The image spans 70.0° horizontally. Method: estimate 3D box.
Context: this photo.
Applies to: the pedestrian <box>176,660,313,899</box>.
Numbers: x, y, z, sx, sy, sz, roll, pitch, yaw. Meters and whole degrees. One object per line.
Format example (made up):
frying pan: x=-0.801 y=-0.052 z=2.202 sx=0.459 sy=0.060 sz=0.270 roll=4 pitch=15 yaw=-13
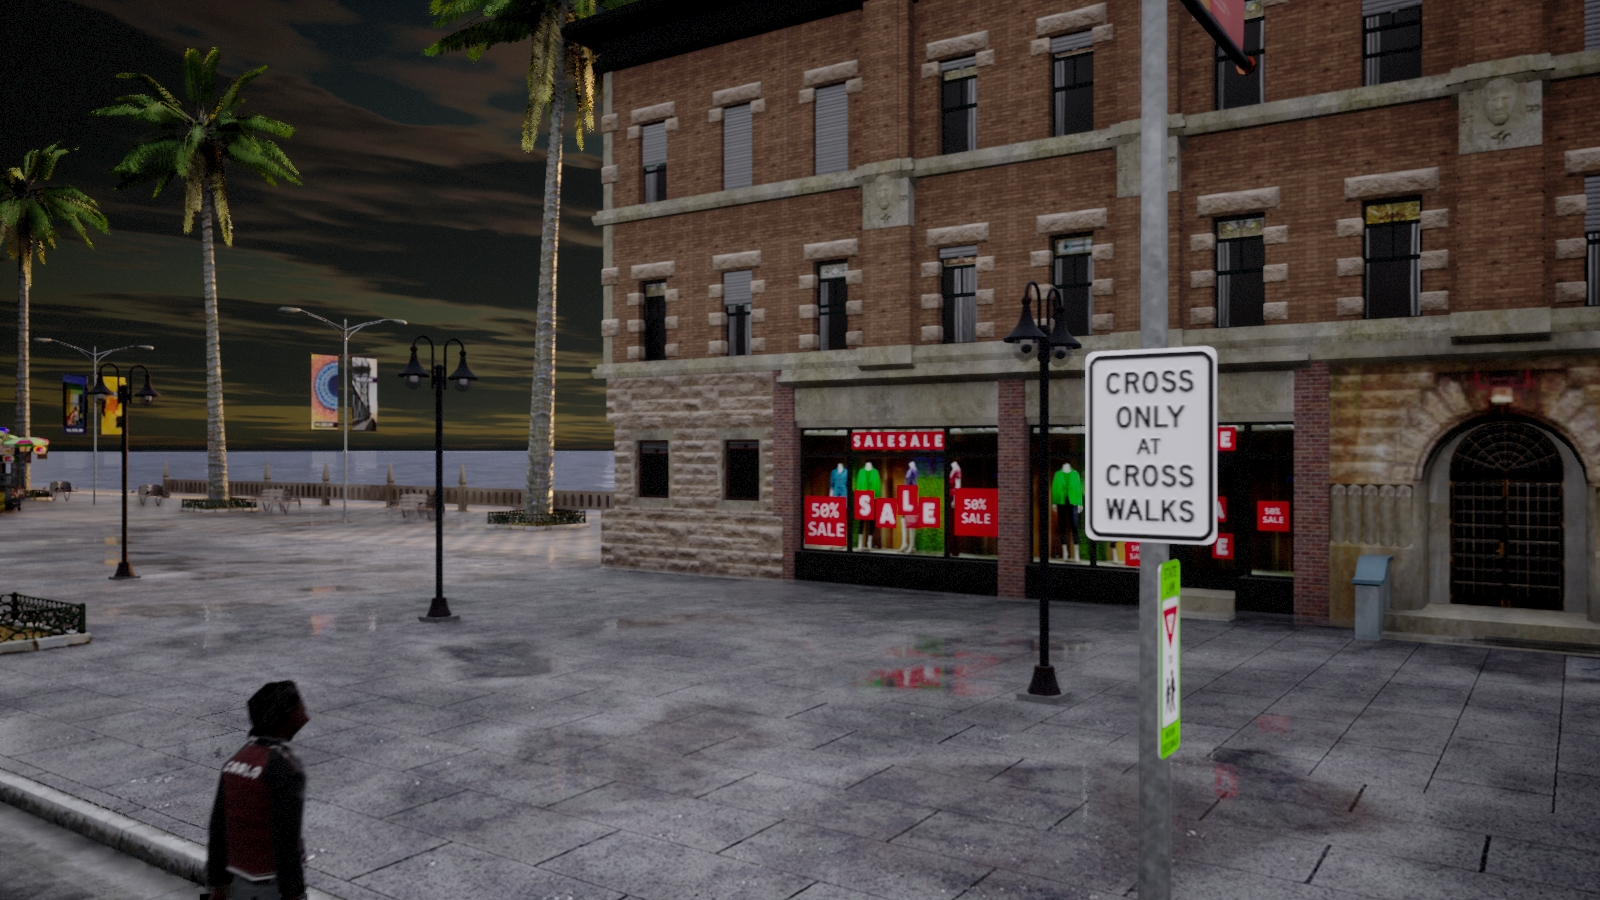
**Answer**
pedestrian: x=-2.304 y=1.850 z=4.741 sx=0.375 sy=1.860 sz=0.375 roll=0 pitch=0 yaw=35
